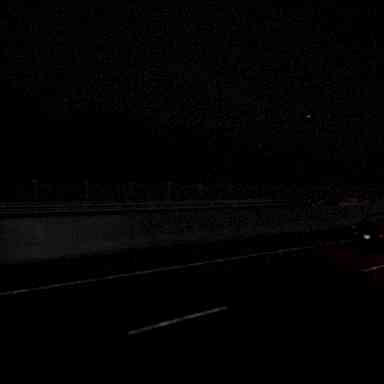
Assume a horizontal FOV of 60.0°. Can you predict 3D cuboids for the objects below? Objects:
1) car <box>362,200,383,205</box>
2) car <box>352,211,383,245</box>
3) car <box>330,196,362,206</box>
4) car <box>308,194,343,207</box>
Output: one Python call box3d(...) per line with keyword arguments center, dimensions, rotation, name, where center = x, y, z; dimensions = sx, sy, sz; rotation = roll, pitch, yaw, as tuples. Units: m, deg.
box3d(center=(20.861, 1.577, 36.046), dimensions=(4.674, 1.442, 1.812), rotation=(0, 0, -35), name="car")
box3d(center=(8.652, 1.548, 14.224), dimensions=(4.674, 1.442, 1.812), rotation=(0, 0, -36), name="car")
box3d(center=(18.622, 1.528, 38.746), dimensions=(5.008, 1.535, 1.882), rotation=(0, 0, -35), name="car")
box3d(center=(17.047, 1.275, 41.922), dimensions=(5.566, 2.045, 2.150), rotation=(0, 0, -35), name="car")
